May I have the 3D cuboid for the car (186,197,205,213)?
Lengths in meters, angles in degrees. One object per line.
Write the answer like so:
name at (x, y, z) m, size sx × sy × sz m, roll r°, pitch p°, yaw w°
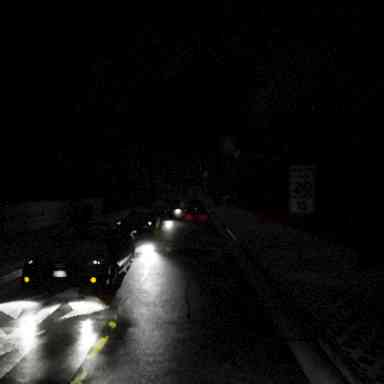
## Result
car at (0.406, 1.461, 35.609) m, size 1.812 × 1.442 × 4.674 m, roll 0°, pitch 0°, yaw 1°

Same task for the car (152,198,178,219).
car at (-2.534, 1.400, 28.290) m, size 1.882 × 1.535 × 5.008 m, roll 0°, pitch 0°, yaw 1°

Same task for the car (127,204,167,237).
car at (-2.675, 1.543, 17.817) m, size 1.895 × 1.301 × 4.718 m, roll 0°, pitch 0°, yaw 1°

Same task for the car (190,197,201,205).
car at (0.607, 1.581, 61.514) m, size 1.895 × 1.301 × 4.718 m, roll 0°, pitch 0°, yaw 1°

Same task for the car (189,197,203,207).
car at (0.565, 1.513, 49.671) m, size 1.994 × 1.385 × 4.181 m, roll 0°, pitch 0°, yaw 1°

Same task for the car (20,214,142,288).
car at (-2.767, 1.532, 9.002) m, size 1.994 × 1.385 × 4.181 m, roll 0°, pitch 0°, yaw 1°

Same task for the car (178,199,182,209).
car at (-2.337, 1.487, 42.938) m, size 1.994 × 1.385 × 4.181 m, roll 0°, pitch 0°, yaw 1°
